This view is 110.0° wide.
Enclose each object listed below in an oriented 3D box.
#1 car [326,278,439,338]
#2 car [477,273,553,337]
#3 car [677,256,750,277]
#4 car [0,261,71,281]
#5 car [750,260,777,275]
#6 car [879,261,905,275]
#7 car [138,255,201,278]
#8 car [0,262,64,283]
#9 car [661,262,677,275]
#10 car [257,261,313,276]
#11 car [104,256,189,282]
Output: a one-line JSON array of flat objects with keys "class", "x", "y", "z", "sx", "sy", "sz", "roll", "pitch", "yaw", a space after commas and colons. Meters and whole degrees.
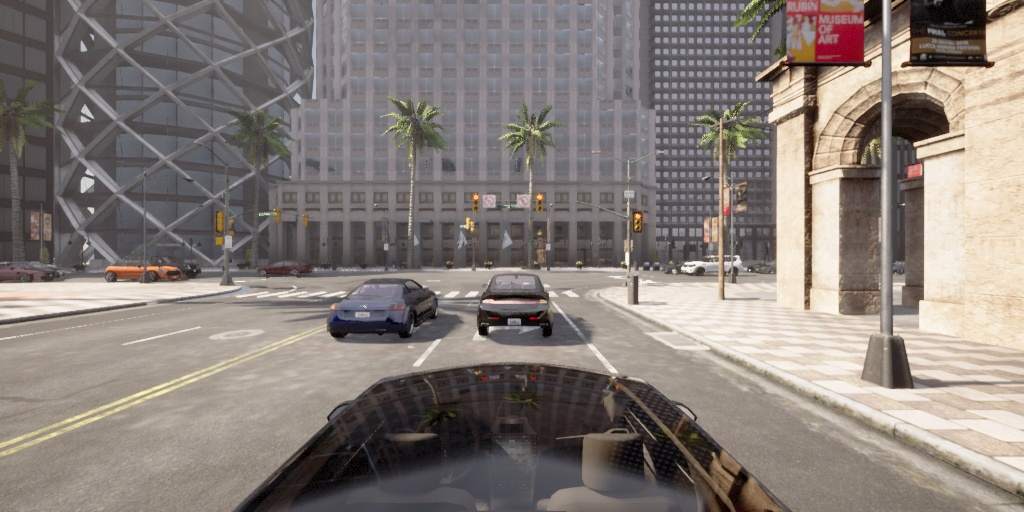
[{"class": "car", "x": -3.416, "y": 1.313, "z": 10.222, "sx": 1.994, "sy": 1.385, "sz": 4.181, "roll": 0, "pitch": 0, "yaw": 0}, {"class": "car", "x": 0.121, "y": 1.241, "z": 10.352, "sx": 2.128, "sy": 1.511, "sz": 4.902, "roll": 0, "pitch": 0, "yaw": 2}, {"class": "car", "x": 19.989, "y": 0.970, "z": 35.787, "sx": 5.566, "sy": 2.045, "sz": 2.150, "roll": 0, "pitch": 0, "yaw": 0}, {"class": "car", "x": -40.827, "y": 1.239, "z": 29.732, "sx": 4.902, "sy": 1.511, "sz": 2.128, "roll": 0, "pitch": 0, "yaw": -22}, {"class": "car", "x": 28.832, "y": 1.311, "z": 39.249, "sx": 4.181, "sy": 1.385, "sz": 1.994, "roll": 0, "pitch": 0, "yaw": 0}, {"class": "car", "x": 42.647, "y": 1.295, "z": 39.181, "sx": 5.357, "sy": 1.411, "sz": 2.033, "roll": 0, "pitch": 0, "yaw": 1}, {"class": "car", "x": -31.157, "y": 0.969, "z": 31.936, "sx": 5.566, "sy": 2.045, "sz": 2.150, "roll": 0, "pitch": 0, "yaw": -3}, {"class": "car", "x": -37.641, "y": 1.312, "z": 27.159, "sx": 4.181, "sy": 1.385, "sz": 1.994, "roll": 0, "pitch": 0, "yaw": -19}, {"class": "car", "x": 18.869, "y": 1.252, "z": 39.291, "sx": 4.892, "sy": 1.490, "sz": 1.837, "roll": 0, "pitch": 0, "yaw": 0}, {"class": "car", "x": -22.703, "y": 1.225, "z": 35.926, "sx": 5.008, "sy": 1.535, "sz": 1.882, "roll": 0, "pitch": 0, "yaw": 0}, {"class": "car", "x": -29.104, "y": 1.100, "z": 28.440, "sx": 4.553, "sy": 1.767, "sz": 2.097, "roll": 0, "pitch": 0, "yaw": -3}]
